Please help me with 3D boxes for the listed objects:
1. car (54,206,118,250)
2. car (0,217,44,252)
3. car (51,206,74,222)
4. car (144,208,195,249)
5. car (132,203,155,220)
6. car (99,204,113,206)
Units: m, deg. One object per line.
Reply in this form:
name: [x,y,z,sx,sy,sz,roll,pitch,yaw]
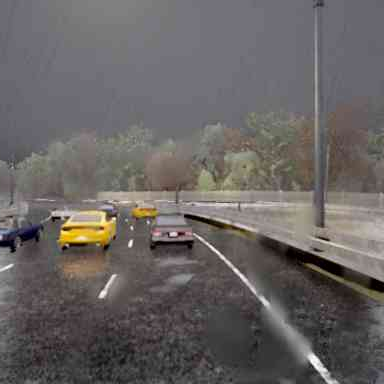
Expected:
car: [-4.596,1.623,15.281,1.882,1.535,5.008,0,0,-8]
car: [-8.004,1.740,14.446,1.895,1.301,4.718,0,-1,-8]
car: [-11.161,1.880,29.349,1.895,1.301,4.718,0,-1,-16]
car: [-1.051,1.691,15.275,2.033,1.411,5.357,0,-1,-8]
car: [-4.540,1.776,31.621,1.882,1.535,5.008,0,0,-16]
car: [-7.878,1.815,30.573,1.812,1.442,4.674,0,0,-16]
